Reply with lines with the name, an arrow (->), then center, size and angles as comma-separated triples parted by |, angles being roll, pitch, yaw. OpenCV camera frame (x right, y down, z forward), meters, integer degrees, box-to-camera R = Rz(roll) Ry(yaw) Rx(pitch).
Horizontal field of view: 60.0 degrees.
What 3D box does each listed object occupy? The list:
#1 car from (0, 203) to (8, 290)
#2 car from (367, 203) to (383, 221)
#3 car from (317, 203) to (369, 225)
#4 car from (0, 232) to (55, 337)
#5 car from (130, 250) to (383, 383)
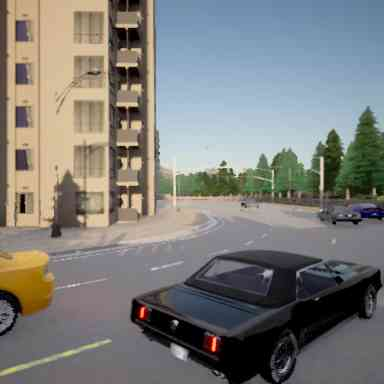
car -> -7.362, 1.329, 7.366 | 5.566, 2.045, 2.150 | 0, 0, -35
car -> 14.691, 1.656, 28.983 | 1.882, 1.535, 5.008 | 0, -1, 3
car -> 11.189, 1.714, 25.548 | 2.033, 1.411, 5.357 | 0, -1, 6
car -> -4.802, 1.552, 5.089 | 5.008, 1.535, 1.882 | 0, 0, -37
car -> 1.458, 1.645, 5.522 | 4.718, 1.301, 1.895 | 0, -1, -43
